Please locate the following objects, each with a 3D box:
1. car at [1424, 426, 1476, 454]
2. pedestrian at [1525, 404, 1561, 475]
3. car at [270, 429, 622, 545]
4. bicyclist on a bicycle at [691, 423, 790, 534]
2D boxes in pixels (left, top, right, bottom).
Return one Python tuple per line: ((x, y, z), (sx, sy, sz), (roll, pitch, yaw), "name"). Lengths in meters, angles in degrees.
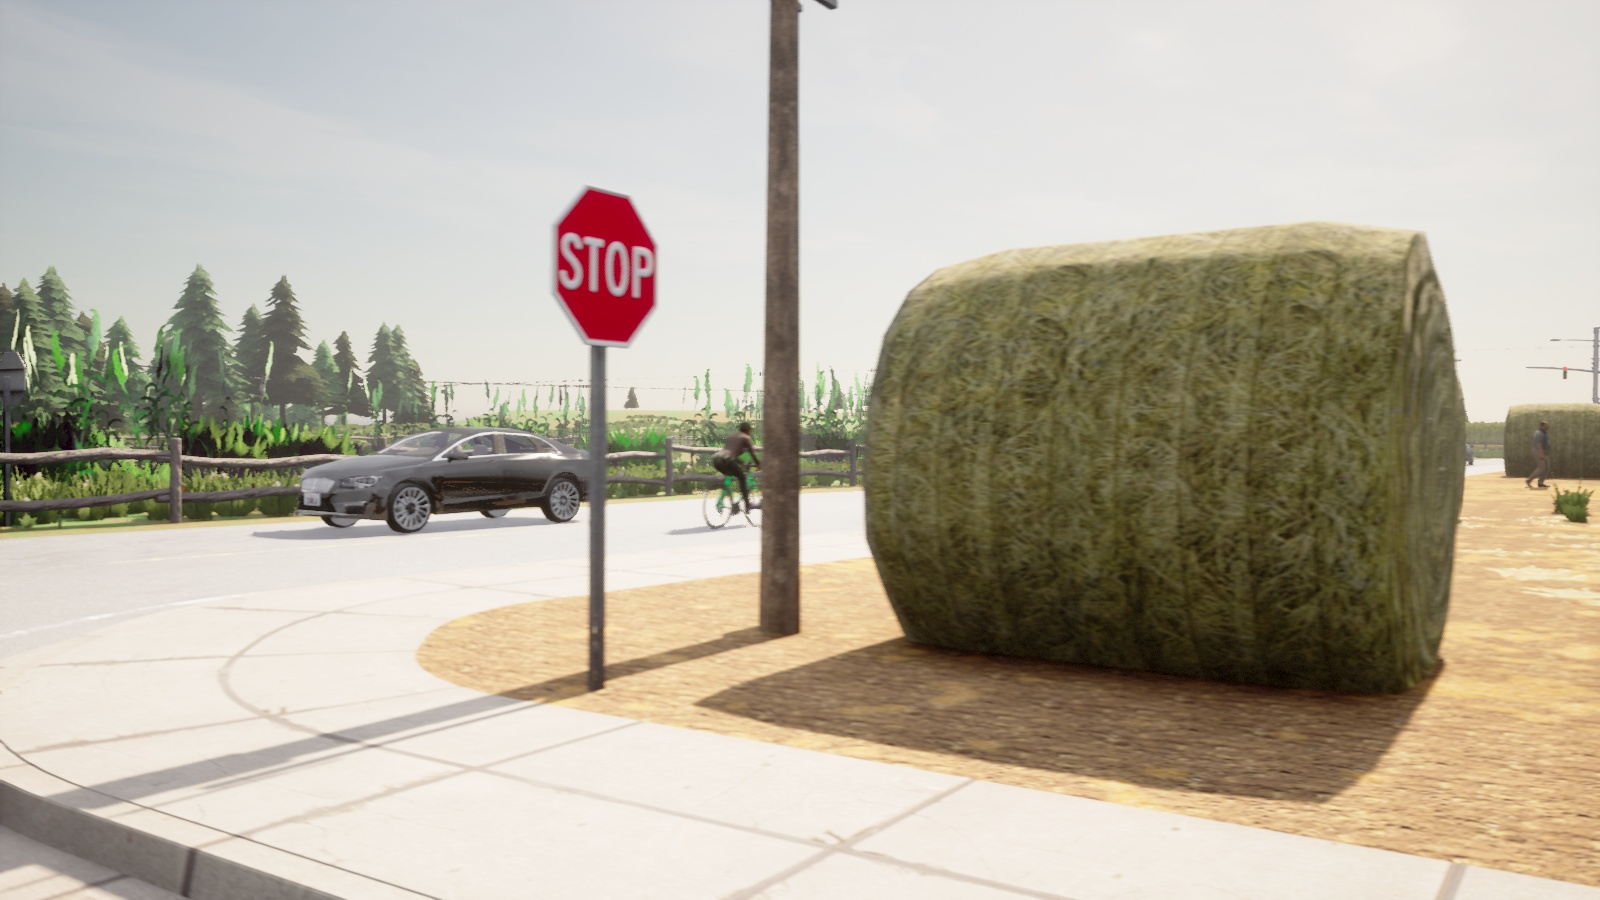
((35.741, -0.551, 68.983), (1.837, 1.490, 4.892), (0, 1, 36), "car")
((19.596, -0.277, 33.110), (0.540, 1.848, 0.694), (-1, 1, -44), "pedestrian")
((-5.240, 0.459, 19.262), (2.128, 1.511, 4.902), (0, 1, 36), "car")
((-0.896, 0.412, 19.257), (0.582, 1.620, 1.656), (0, 1, 36), "bicyclist on a bicycle")
